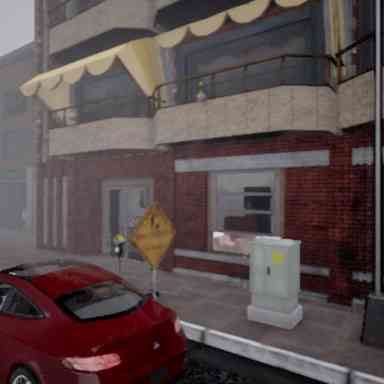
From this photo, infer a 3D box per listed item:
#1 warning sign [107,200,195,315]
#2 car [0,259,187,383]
[{"bbox_3d":[-0.743,1.105,6.322,1.060,1.860,1.300,0,0,36],"label":"warning sign"},{"bbox_3d":[-2.000,1.571,4.364,4.206,1.307,1.802,0,0,36],"label":"car"}]
